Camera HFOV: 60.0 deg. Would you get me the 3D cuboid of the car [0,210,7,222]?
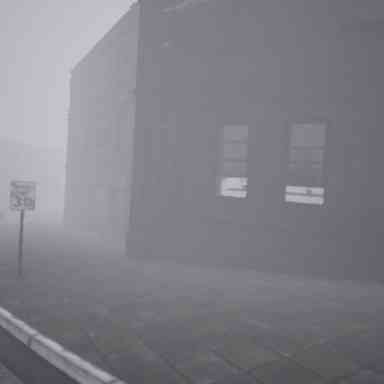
[{"bbox_3d":[-19.164,2.113,31.337,1.882,1.535,5.008,3,-2,-10],"label":"car"}]
